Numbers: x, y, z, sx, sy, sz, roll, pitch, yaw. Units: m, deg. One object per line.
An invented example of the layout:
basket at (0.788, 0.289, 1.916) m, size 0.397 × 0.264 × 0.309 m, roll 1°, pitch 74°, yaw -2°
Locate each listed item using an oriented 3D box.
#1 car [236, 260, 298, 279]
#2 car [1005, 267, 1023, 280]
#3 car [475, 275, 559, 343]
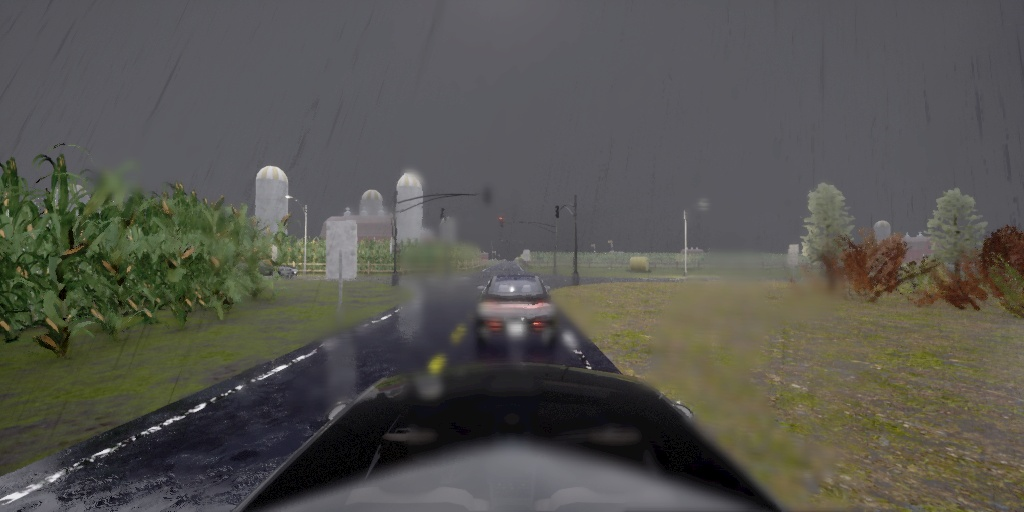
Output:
car at (-19.943, 1.059, 28.807) m, size 4.902 × 1.511 × 2.128 m, roll 0°, pitch -1°, yaw -4°
car at (48.663, 1.719, 33.511) m, size 4.674 × 1.442 × 1.812 m, roll 1°, pitch -1°, yaw -5°
car at (0.100, 1.245, 9.653) m, size 2.128 × 1.511 × 4.902 m, roll 0°, pitch 0°, yaw 0°
